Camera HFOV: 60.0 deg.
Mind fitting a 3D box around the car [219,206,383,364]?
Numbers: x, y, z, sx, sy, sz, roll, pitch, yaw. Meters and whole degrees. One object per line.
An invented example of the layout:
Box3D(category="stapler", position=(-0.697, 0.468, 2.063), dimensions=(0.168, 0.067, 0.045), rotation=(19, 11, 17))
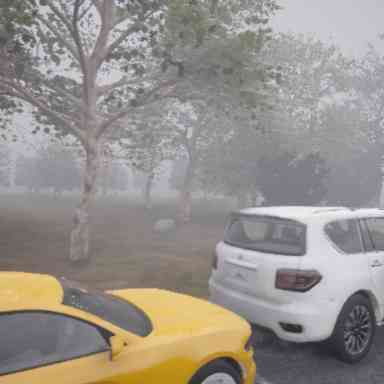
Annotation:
Box3D(category="car", position=(2.915, 1.282, 6.134), dimensions=(5.566, 2.045, 2.435), rotation=(1, -1, -33))

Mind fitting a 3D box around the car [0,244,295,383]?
Box3D(category="car", position=(-1.651, 1.482, 2.880), dimensions=(5.008, 1.535, 2.097), rotation=(1, -1, -33))
